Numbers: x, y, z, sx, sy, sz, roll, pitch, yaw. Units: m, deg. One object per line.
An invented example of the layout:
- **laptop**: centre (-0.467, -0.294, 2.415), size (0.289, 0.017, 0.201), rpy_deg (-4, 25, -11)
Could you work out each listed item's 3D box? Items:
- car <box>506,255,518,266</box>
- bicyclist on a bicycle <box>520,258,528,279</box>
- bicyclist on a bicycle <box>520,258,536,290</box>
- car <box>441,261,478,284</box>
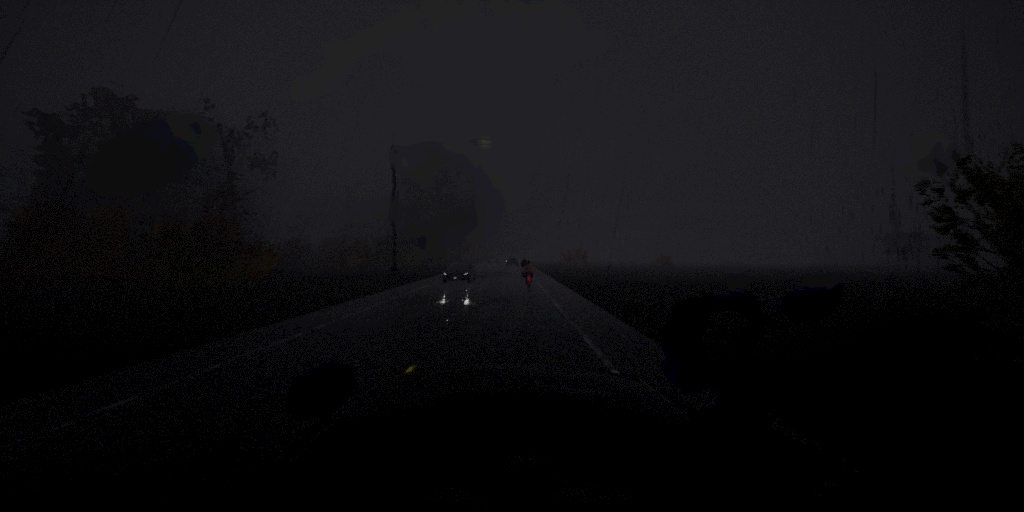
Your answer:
- **car**: centre (0.046, 0.794, 57.161), size (1.837, 1.490, 4.892), rpy_deg (0, 1, 0)
- **bicyclist on a bicycle**: centre (0.955, 0.989, 28.554), size (0.582, 1.620, 1.656), rpy_deg (0, 0, 0)
- **bicyclist on a bicycle**: centre (0.943, 1.039, 20.232), size (0.866, 1.612, 1.509), rpy_deg (0, 3, 1)
- **car**: centre (-3.597, 1.090, 25.011), size (1.812, 1.442, 4.674), rpy_deg (0, 0, 0)
